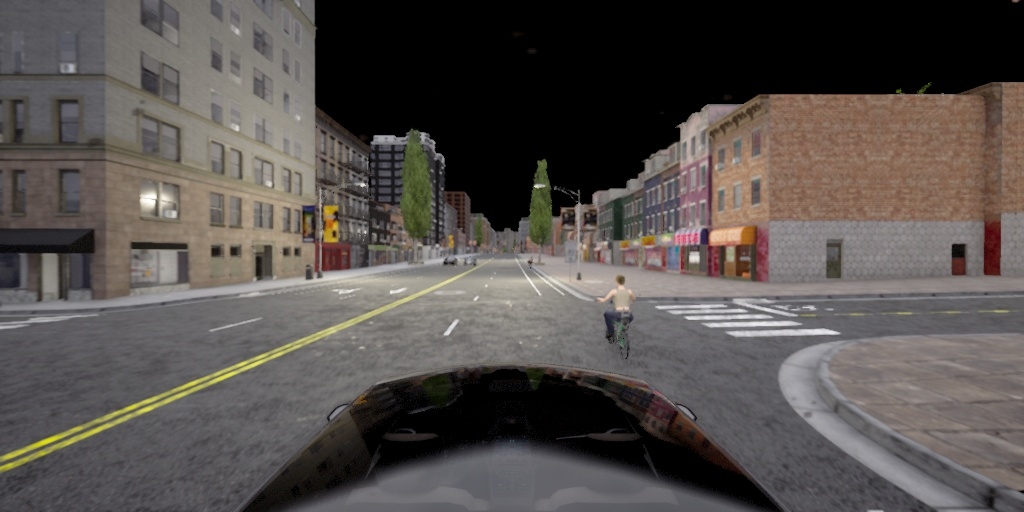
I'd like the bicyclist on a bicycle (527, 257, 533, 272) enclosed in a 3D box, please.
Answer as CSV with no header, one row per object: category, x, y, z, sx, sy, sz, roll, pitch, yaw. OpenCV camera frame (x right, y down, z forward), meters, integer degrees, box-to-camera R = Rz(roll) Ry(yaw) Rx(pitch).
bicyclist on a bicycle,2.021,1.018,40.208,0.659,1.776,1.843,0,1,0

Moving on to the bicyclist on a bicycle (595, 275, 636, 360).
bicyclist on a bicycle,2.186,1.168,7.408,0.866,1.612,1.509,0,6,0

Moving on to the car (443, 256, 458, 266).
car,-10.089,0.833,58.985,1.882,1.535,5.008,0,1,0

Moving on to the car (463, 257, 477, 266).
car,-6.839,0.853,59.004,2.128,1.511,4.902,0,1,0
